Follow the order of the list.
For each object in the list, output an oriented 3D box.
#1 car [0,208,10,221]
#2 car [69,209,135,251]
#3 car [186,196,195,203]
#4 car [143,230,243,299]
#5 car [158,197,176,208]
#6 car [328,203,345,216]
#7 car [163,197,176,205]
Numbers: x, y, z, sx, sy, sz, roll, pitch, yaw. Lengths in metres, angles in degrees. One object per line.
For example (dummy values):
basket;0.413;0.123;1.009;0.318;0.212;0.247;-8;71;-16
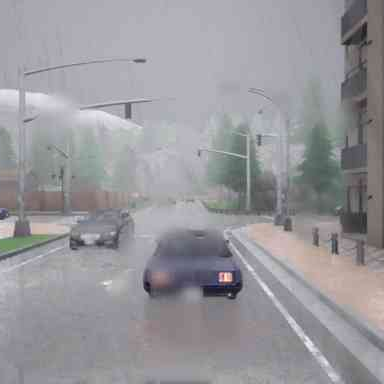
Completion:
car;-16.507;1.464;25.237;5.008;1.535;1.882;0;0;-2
car;-3.611;1.491;14.121;2.128;1.511;4.902;0;0;-1
car;-0.305;1.547;68.230;2.033;1.411;5.357;0;0;0
car;0.026;1.601;8.381;1.895;1.301;4.718;0;0;0
car;-3.790;1.547;47.897;2.033;1.411;5.357;0;0;0
car;14.709;1.367;29.892;4.553;1.767;2.097;0;0;-1
car;-3.816;1.564;57.886;1.994;1.385;4.181;0;0;1
